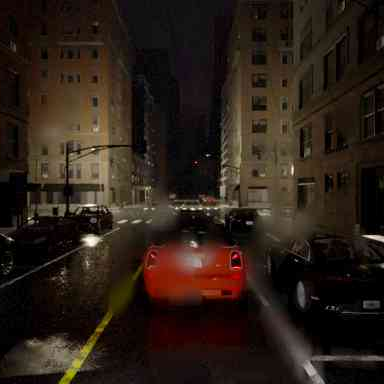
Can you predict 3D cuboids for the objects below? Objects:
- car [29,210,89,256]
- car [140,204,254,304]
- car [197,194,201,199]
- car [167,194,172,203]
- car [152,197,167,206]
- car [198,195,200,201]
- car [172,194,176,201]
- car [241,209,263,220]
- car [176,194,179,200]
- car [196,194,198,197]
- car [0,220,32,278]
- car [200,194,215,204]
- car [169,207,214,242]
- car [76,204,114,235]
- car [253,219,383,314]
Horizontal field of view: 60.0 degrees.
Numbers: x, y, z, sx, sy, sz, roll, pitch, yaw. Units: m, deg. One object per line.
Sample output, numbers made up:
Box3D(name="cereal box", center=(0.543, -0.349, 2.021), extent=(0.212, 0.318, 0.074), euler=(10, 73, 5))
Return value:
Box3D(name="car", center=(-5.685, 1.582, 12.951), extent=(1.802, 1.307, 4.206), euler=(0, 0, 0))
Box3D(name="car", center=(0.053, 1.352, 8.322), extent=(2.097, 1.767, 4.553), euler=(0, 0, 0))
Box3D(name="car", center=(2.834, 1.525, 77.189), extent=(1.967, 1.590, 4.097), euler=(0, 0, 0))
Box3D(name="car", center=(-5.696, 1.607, 66.372), extent=(2.008, 1.369, 4.403), euler=(0, 0, 0))
Box3D(name="car", center=(-5.703, 1.618, 55.556), extent=(1.802, 1.307, 4.206), euler=(0, 0, 0))
Box3D(name="car", center=(2.829, 1.607, 66.371), extent=(2.008, 1.369, 4.403), euler=(0, 0, 0))
Box3D(name="car", center=(-5.687, 1.626, 82.428), extent=(1.752, 1.417, 4.829), euler=(0, 0, 0))
Box3D(name="car", center=(2.834, 1.567, 18.463), extent=(1.947, 1.339, 4.313), euler=(0, 0, 0))
Box3D(name="car", center=(-5.682, 1.457, 93.416), extent=(2.192, 1.841, 5.009), euler=(0, 0, 0))
Box3D(name="car", center=(2.840, 1.561, 88.007), extent=(1.967, 1.590, 4.097), euler=(0, 0, 0))
Box3D(name="car", center=(-5.678, 1.566, 7.450), extent=(1.947, 1.339, 4.313), euler=(0, 0, 0))
Box3D(name="car", center=(2.822, 1.476, 55.553), extent=(1.967, 1.590, 4.097), euler=(0, 0, 0))
Box3D(name="car", center=(-0.016, 1.565, 16.975), extent=(1.994, 1.385, 4.181), euler=(0, 0, 0))
Box3D(name="car", center=(-5.692, 1.441, 18.453), extent=(1.967, 1.590, 4.097), euler=(0, 0, 0))
Box3D(name="car", center=(2.847, 1.551, 7.460), extent=(2.008, 1.369, 4.403), euler=(0, 0, 0))
